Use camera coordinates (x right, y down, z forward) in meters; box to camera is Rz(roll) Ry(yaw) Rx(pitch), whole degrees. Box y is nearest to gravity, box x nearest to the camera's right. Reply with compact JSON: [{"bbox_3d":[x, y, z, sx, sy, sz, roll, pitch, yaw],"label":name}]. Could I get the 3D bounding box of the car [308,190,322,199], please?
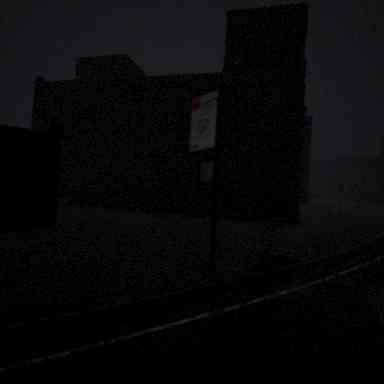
[{"bbox_3d":[20.283,0.379,56.760,2.128,1.511,4.902,4,2,-13],"label":"car"}]
